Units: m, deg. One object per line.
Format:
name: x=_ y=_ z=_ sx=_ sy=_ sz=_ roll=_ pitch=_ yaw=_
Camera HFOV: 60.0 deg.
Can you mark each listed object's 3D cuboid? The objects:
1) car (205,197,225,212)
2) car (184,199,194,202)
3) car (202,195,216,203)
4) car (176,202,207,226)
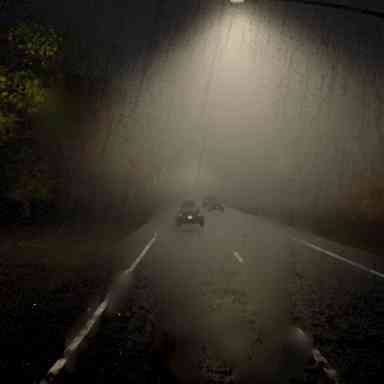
car: x=3.028 y=1.737 z=42.700 sx=1.812 sy=1.442 sz=4.674 roll=0 pitch=0 yaw=-1
car: x=-0.406 y=1.747 z=45.336 sx=1.837 sy=1.490 sz=4.892 roll=0 pitch=0 yaw=-1
car: x=2.904 y=1.480 z=52.751 sx=2.150 sy=2.045 sz=5.566 roll=0 pitch=0 yaw=-1
car: x=-0.152 y=1.699 z=24.574 sx=1.994 sy=1.385 sz=4.181 roll=0 pitch=0 yaw=-1
